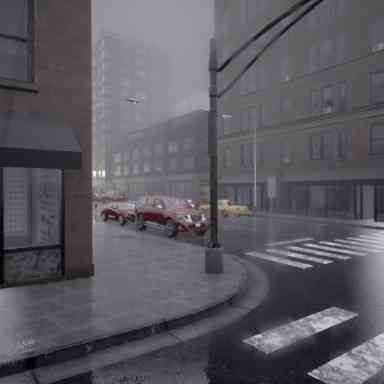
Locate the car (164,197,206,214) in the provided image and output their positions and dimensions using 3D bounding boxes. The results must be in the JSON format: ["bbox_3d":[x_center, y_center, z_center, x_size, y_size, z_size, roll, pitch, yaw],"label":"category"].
[{"bbox_3d":[-0.730,1.203,30.934,1.802,1.307,4.206,1,0,-36],"label":"car"}]

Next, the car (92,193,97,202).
[{"bbox_3d":[-14.268,0.882,45.151,1.837,1.490,4.892,0,1,-35],"label":"car"}]

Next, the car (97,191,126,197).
[{"bbox_3d":[-10.373,0.716,44.253,2.192,1.841,5.009,1,0,-36],"label":"car"}]

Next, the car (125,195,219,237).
[{"bbox_3d":[-1.205,1.138,17.061,2.192,1.841,5.009,1,0,-36],"label":"car"}]

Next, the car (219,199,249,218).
[{"bbox_3d":[2.386,1.222,26.632,1.752,1.417,4.829,1,0,-36],"label":"car"}]

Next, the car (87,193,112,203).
[{"bbox_3d":[-13.591,0.882,48.694,2.008,1.369,4.403,1,0,-36],"label":"car"}]

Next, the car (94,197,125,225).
[{"bbox_3d":[-4.424,1.288,21.502,1.887,1.381,4.507,1,0,-36],"label":"car"}]
